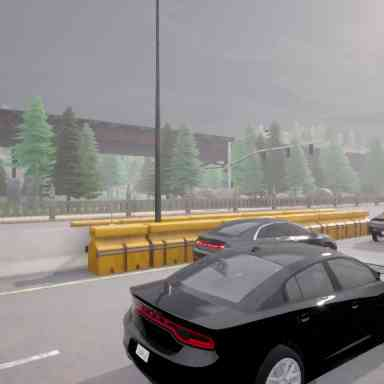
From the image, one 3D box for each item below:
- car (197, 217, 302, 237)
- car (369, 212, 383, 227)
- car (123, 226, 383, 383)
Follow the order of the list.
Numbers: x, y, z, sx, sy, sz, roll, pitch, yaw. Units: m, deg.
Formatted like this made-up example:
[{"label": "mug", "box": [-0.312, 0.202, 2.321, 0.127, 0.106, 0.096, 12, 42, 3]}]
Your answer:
[{"label": "car", "box": [2.282, 1.505, 9.675, 4.892, 1.490, 1.837, 0, 0, -35]}, {"label": "car", "box": [9.950, 1.491, 15.145, 4.902, 1.511, 2.128, 0, 0, -36]}, {"label": "car", "box": [1.512, 1.478, 4.823, 5.008, 1.535, 1.882, 0, 0, -36]}]
